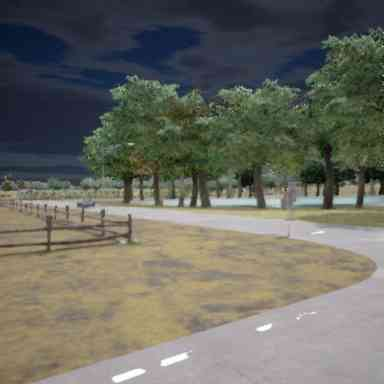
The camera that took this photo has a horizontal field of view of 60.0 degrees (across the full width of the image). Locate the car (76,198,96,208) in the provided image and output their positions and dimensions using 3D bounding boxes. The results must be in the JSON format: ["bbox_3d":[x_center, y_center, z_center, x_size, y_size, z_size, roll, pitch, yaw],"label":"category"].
[{"bbox_3d":[-16.475,1.746,51.573,1.837,1.490,4.892,-3,1,-35],"label":"car"}]
